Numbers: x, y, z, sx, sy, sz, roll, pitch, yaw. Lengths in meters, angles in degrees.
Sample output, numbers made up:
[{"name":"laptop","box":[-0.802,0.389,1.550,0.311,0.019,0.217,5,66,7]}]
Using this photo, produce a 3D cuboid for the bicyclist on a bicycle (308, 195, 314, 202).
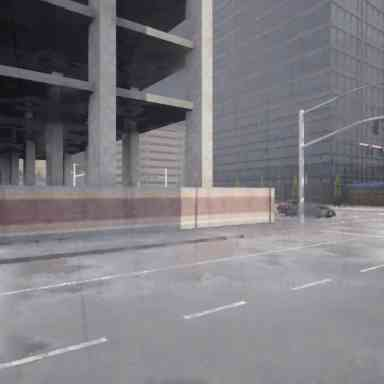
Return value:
[{"name":"bicyclist on a bicycle","box":[16.533,1.301,46.187,1.656,1.620,0.582,0,0,-36]}]

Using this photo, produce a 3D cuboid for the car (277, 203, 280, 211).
[{"name":"car","box":[10.797,1.526,33.690,1.812,1.442,4.674,0,0,-36]}]

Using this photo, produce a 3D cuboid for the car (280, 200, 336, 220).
[{"name":"car","box":[10.128,1.563,28.657,1.994,1.385,4.181,0,0,-36]}]
